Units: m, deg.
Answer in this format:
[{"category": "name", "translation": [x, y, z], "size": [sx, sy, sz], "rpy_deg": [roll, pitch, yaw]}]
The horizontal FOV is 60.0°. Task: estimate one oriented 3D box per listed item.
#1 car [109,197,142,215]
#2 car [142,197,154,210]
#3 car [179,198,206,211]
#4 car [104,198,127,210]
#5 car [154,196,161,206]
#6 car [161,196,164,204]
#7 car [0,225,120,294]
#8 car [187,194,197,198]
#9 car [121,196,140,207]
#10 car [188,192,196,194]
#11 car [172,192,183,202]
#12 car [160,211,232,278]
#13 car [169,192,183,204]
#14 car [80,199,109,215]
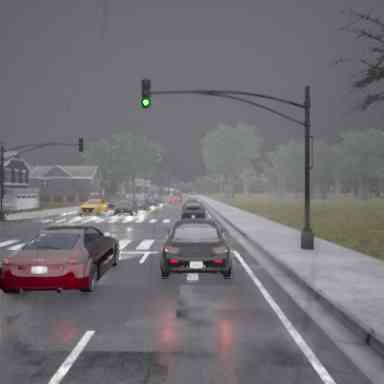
[{"category": "car", "translation": [-6.595, 1.505, 33.685], "size": [1.837, 1.490, 4.892], "rpy_deg": [0, 0, 0]}, {"category": "car", "translation": [-6.590, 1.487, 43.058], "size": [2.128, 1.511, 4.902], "rpy_deg": [0, 0, 0]}, {"category": "car", "translation": [0.097, 1.508, 26.650], "size": [1.837, 1.490, 4.892], "rpy_deg": [0, 0, 0]}, {"category": "car", "translation": [-9.832, 1.560, 42.880], "size": [1.994, 1.385, 4.181], "rpy_deg": [0, 0, 1]}, {"category": "car", "translation": [-6.549, 1.554, 53.062], "size": [1.994, 1.385, 4.181], "rpy_deg": [0, 0, 1]}, {"category": "car", "translation": [-6.504, 1.490, 64.092], "size": [1.837, 1.490, 4.892], "rpy_deg": [0, 0, 0]}, {"category": "car", "translation": [-3.208, 1.566, 8.838], "size": [1.994, 1.385, 4.181], "rpy_deg": [0, 0, -2]}, {"category": "car", "translation": [0.001, 1.547, 64.306], "size": [1.994, 1.385, 4.181], "rpy_deg": [0, 0, 0]}, {"category": "car", "translation": [-9.792, 1.481, 53.258], "size": [2.128, 1.511, 4.902], "rpy_deg": [0, 0, 1]}, {"category": "car", "translation": [0.001, 1.053, 74.341], "size": [2.150, 2.045, 5.566], "rpy_deg": [0, 0, 0]}, {"category": "car", "translation": [-3.249, 1.053, 74.341], "size": [2.150, 2.045, 5.566], "rpy_deg": [0, 0, 0]}, {"category": "car", "translation": [0.102, 1.529, 10.019], "size": [1.812, 1.442, 4.674], "rpy_deg": [0, 0, 0]}, {"category": "car", "translation": [-3.249, 1.336, 64.277], "size": [2.097, 1.767, 4.553], "rpy_deg": [0, 0, 0]}, {"category": "car", "translation": [-9.851, 1.479, 33.728], "size": [1.882, 1.535, 5.008], "rpy_deg": [0, 0, -1]}]
